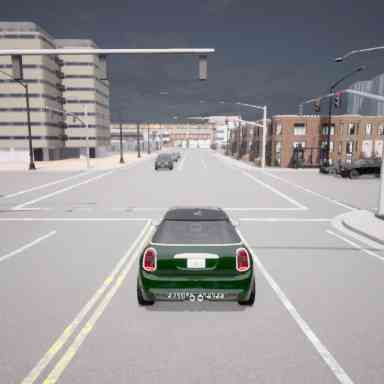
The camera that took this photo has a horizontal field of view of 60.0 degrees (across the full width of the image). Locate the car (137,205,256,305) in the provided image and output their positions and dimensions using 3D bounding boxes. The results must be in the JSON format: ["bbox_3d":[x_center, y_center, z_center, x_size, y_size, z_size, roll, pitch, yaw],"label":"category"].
[{"bbox_3d":[0.084,1.072,7.698,2.097,1.767,4.553,0,4,0],"label":"car"}]

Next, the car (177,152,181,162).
[{"bbox_3d":[-3.513,-5.874,58.341,1.994,1.385,4.181,0,9,0],"label":"car"}]

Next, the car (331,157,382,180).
[{"bbox_3d":[17.059,-2.326,32.297,5.566,2.045,2.150,0,9,1],"label":"car"}]

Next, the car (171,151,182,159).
[{"bbox_3d":[-3.421,-7.978,72.152,2.128,1.511,4.902,0,9,0],"label":"car"}]

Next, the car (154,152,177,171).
[{"bbox_3d":[-3.547,-3.896,42.820,2.150,2.045,5.566,0,8,0],"label":"car"}]

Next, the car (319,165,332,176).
[{"bbox_3d":[15.976,-2.507,35.818,4.181,1.385,1.994,0,9,0],"label":"car"}]
